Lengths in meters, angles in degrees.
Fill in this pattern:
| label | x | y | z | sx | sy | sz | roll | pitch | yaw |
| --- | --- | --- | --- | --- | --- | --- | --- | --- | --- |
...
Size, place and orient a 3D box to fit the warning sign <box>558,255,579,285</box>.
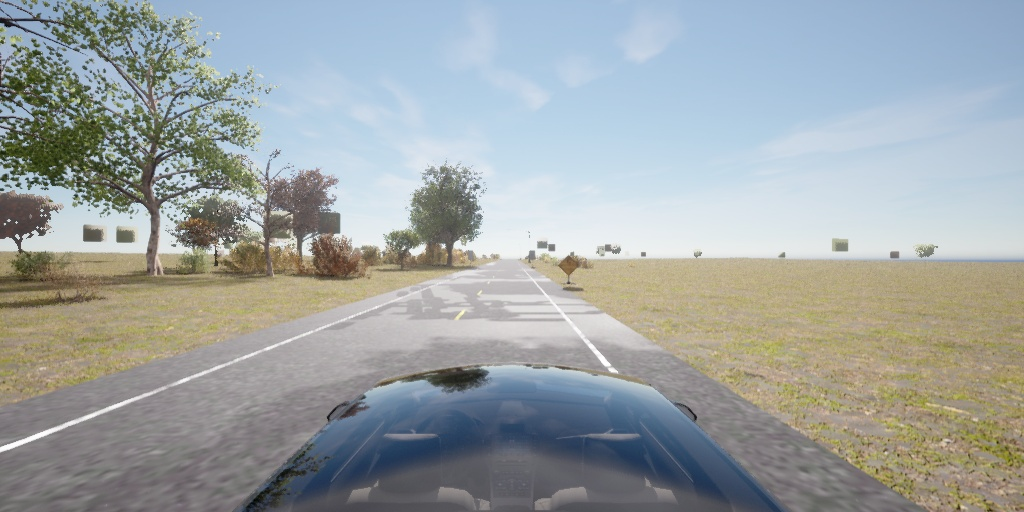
| label | x | y | z | sx | sy | sz | roll | pitch | yaw |
| --- | --- | --- | --- | --- | --- | --- | --- | --- | --- |
| warning sign | 3.550 | 0.870 | 22.402 | 1.300 | 1.860 | 1.060 | 0 | 0 | 0 |
